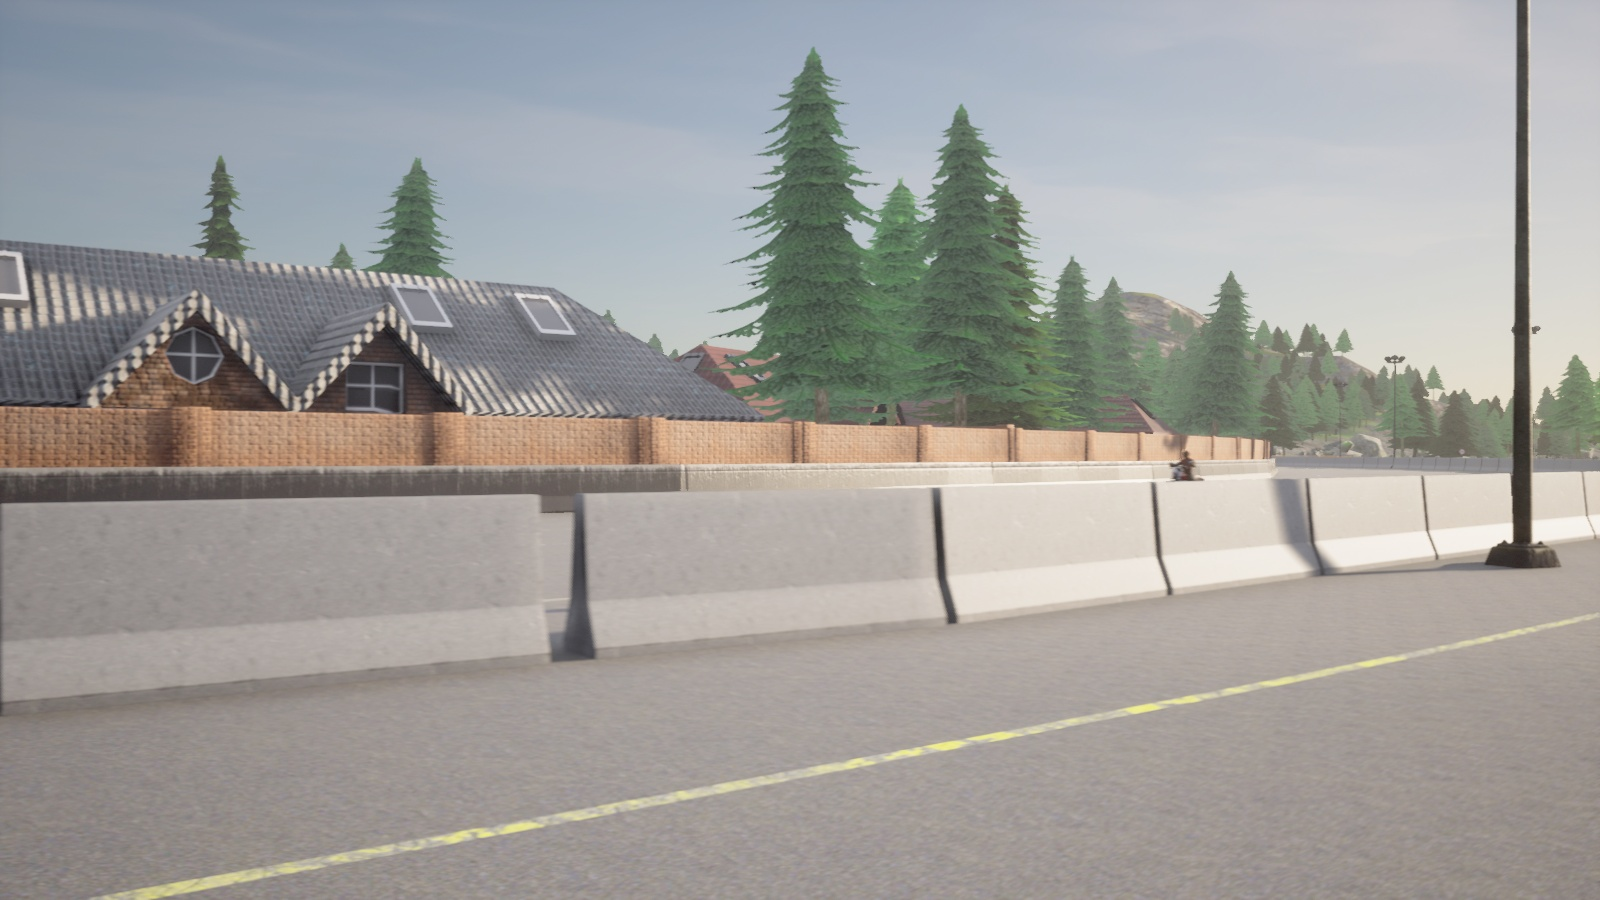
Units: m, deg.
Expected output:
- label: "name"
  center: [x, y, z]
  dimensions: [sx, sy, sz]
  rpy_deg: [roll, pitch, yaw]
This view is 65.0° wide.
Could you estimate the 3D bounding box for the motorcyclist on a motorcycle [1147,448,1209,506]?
- label: "motorcyclist on a motorcycle"
  center: [11.123, 0.767, 36.861]
  dimensions: [0.766, 1.649, 2.350]
  rpy_deg: [-1, -1, 43]
